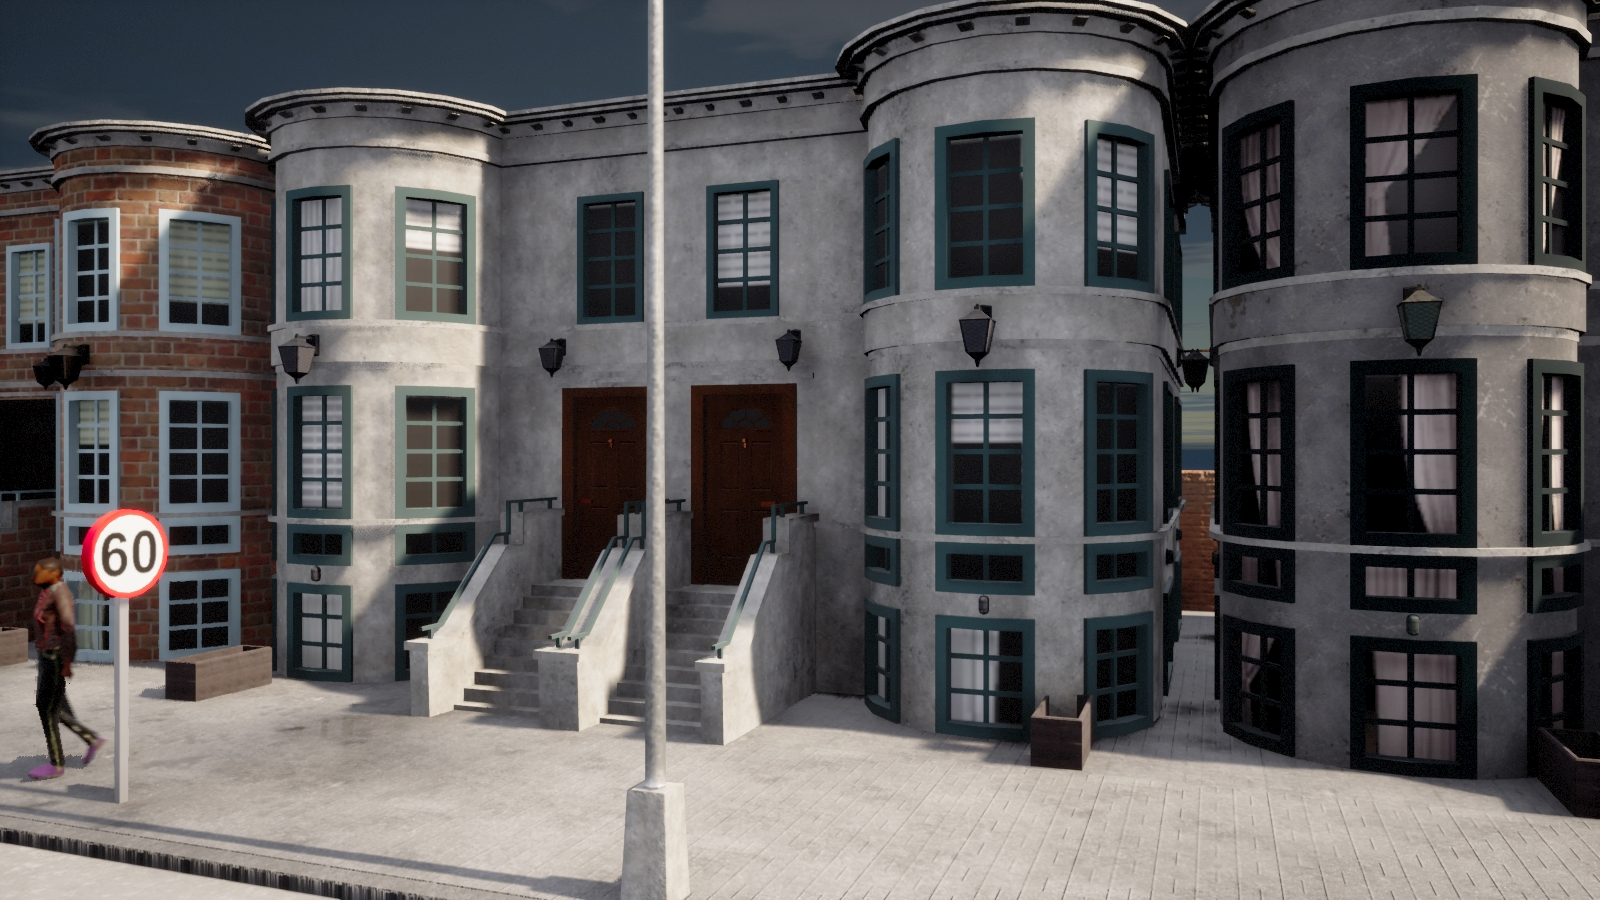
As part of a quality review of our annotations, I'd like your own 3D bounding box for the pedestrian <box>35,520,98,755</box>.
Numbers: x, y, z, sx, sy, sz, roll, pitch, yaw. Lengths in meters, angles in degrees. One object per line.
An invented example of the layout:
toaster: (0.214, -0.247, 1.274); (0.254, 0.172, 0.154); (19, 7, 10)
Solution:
pedestrian: (-6.069, 1.524, 9.450); (0.375, 1.860, 0.375); (0, 0, -44)
